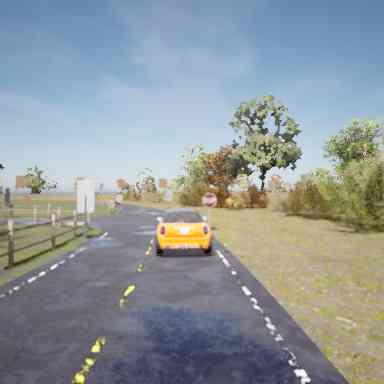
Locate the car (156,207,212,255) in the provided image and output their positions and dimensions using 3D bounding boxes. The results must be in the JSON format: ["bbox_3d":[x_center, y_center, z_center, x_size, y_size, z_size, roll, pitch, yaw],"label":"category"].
[{"bbox_3d":[-0.419,1.482,14.178,2.097,1.767,4.553,0,-1,-4],"label":"car"}]

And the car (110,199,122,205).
[{"bbox_3d":[-16.709,2.196,72.849,2.033,1.411,5.357,0,0,-21],"label":"car"}]
